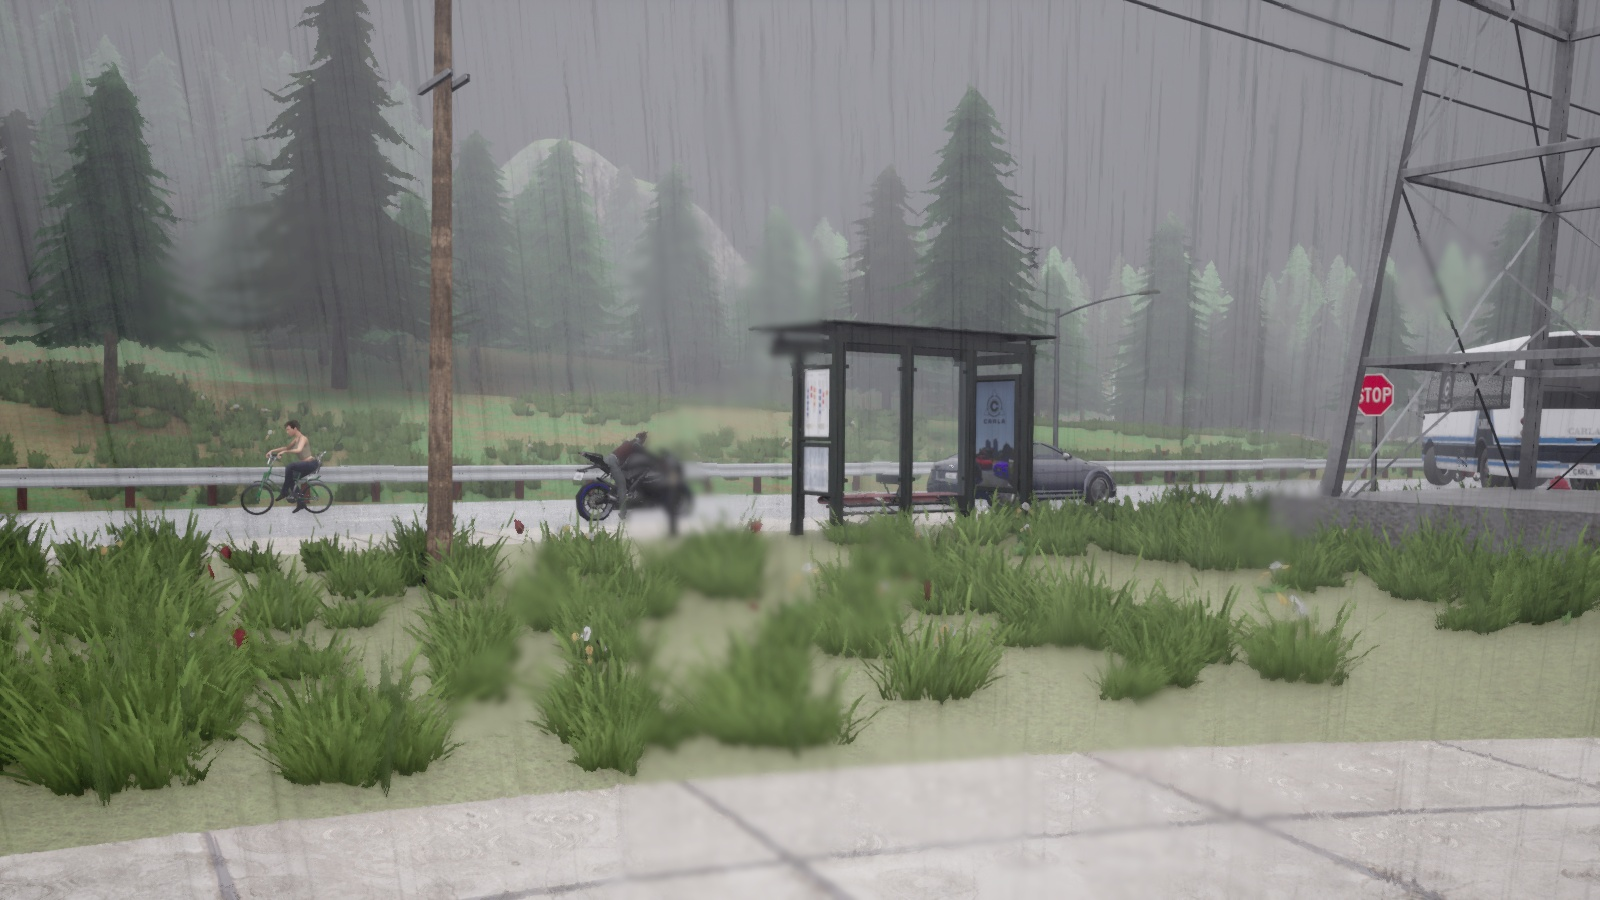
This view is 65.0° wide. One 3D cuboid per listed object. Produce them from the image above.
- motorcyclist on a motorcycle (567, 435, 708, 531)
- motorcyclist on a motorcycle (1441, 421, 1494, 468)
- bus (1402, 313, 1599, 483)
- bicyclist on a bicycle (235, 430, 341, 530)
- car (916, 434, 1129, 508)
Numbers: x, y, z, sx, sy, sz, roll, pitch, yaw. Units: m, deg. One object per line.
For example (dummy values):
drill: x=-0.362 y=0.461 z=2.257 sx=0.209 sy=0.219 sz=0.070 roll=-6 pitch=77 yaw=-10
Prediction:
motorcyclist on a motorcycle: x=-2.729 y=0.518 z=21.208 sx=2.191 sy=1.530 sz=0.866 roll=-1 pitch=1 yaw=-35
motorcyclist on a motorcycle: x=22.955 y=-0.199 z=43.160 sx=1.817 sy=1.590 sz=0.866 roll=-1 pitch=1 yaw=-35
bus: x=20.869 y=-1.400 z=36.621 sx=3.944 sy=4.253 sz=10.273 roll=0 pitch=1 yaw=14
bicyclist on a bicycle: x=-8.697 y=0.481 z=21.338 sx=1.509 sy=1.612 sz=0.866 roll=-1 pitch=1 yaw=-34
car: x=4.695 y=0.383 z=26.325 sx=4.181 sy=1.385 sz=1.994 roll=-1 pitch=1 yaw=-34
